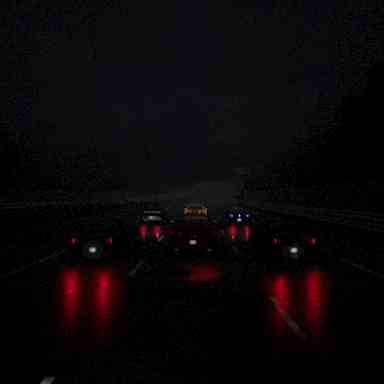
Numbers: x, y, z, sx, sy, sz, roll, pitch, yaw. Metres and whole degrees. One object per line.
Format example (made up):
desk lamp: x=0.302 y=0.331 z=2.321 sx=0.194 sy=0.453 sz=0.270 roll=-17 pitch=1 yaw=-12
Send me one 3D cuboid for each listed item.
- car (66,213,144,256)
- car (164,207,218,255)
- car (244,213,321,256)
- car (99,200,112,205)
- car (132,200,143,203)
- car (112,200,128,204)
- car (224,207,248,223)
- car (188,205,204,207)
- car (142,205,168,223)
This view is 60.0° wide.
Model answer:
car: x=-3.439 y=1.751 z=13.825 sx=1.895 sy=1.301 sz=4.718 roll=0 pitch=-1 yaw=1
car: x=0.071 y=1.633 z=14.165 sx=1.882 sy=1.535 sz=5.008 roll=0 pitch=0 yaw=1
car: x=3.561 y=1.751 z=13.752 sx=1.895 sy=1.301 sz=4.718 roll=0 pitch=-1 yaw=1
car: x=-18.857 y=2.514 z=73.264 sx=2.033 sy=1.411 sz=5.357 roll=0 pitch=-1 yaw=3
car: x=-11.872 y=2.453 z=72.805 sx=1.882 sy=1.535 sz=5.008 roll=0 pitch=-1 yaw=3
car: x=-15.364 y=2.453 z=73.035 sx=1.882 sy=1.535 sz=5.008 roll=0 pitch=-1 yaw=3
car: x=3.809 y=1.955 z=28.602 sx=1.895 sy=1.301 sz=4.718 roll=0 pitch=-1 yaw=1
car: x=0.324 y=1.837 z=29.054 sx=1.882 sy=1.535 sz=5.008 roll=0 pitch=-1 yaw=2
car: x=-3.182 y=1.849 z=28.956 sx=2.128 sy=1.511 sz=4.902 roll=0 pitch=-1 yaw=2
